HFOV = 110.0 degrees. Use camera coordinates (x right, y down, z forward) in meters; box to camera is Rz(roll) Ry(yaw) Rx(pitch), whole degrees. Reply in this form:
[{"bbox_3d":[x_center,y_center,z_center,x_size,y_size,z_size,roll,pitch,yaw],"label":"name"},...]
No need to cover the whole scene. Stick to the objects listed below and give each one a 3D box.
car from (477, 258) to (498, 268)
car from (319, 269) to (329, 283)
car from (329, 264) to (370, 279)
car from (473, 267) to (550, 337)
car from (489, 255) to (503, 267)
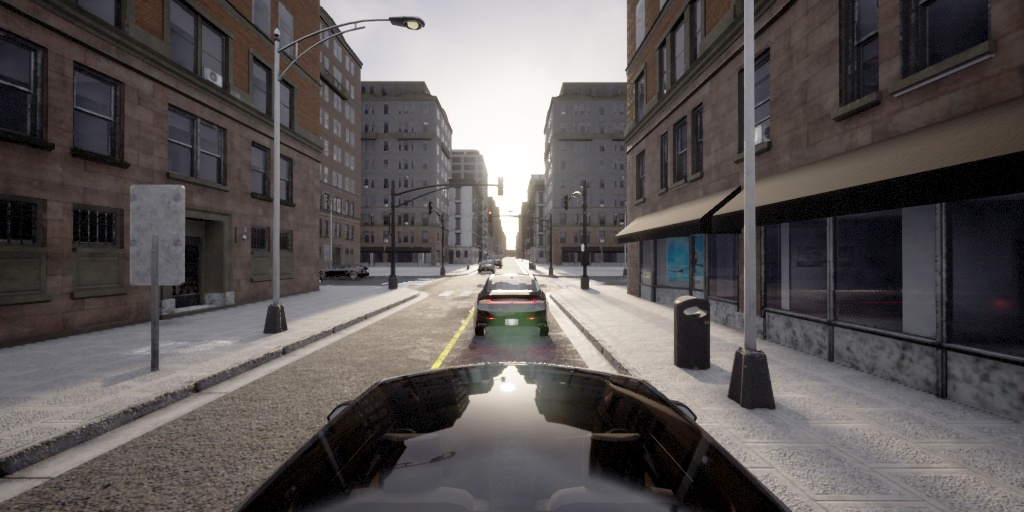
[{"bbox_3d":[-2.884,1.231,41.272,1.837,1.490,4.892,0,0,0],"label":"car"},{"bbox_3d":[-14.783,1.288,23.466,4.313,1.339,1.948,0,0,0],"label":"car"},{"bbox_3d":[-14.782,1.328,31.493,4.313,1.339,1.948,0,0,0],"label":"car"},{"bbox_3d":[-0.005,1.241,10.330,2.128,1.511,4.902,0,0,0],"label":"car"},{"bbox_3d":[-2.869,0.924,59.356,2.150,2.045,5.566,0,0,0],"label":"car"}]
